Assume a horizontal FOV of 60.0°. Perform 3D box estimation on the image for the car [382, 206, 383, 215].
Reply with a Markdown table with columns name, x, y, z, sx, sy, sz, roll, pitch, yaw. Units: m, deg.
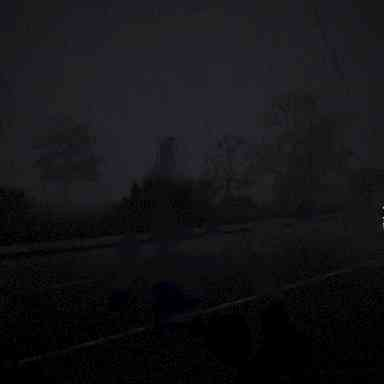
| name | x | y | z | sx | sy | sz | roll | pitch | yaw |
| --- | --- | --- | --- | --- | --- | --- | --- | --- | --- |
| car | 20.198 | 1.570 | 32.929 | 1.895 | 1.301 | 4.718 | 0 | 0 | 39 |
